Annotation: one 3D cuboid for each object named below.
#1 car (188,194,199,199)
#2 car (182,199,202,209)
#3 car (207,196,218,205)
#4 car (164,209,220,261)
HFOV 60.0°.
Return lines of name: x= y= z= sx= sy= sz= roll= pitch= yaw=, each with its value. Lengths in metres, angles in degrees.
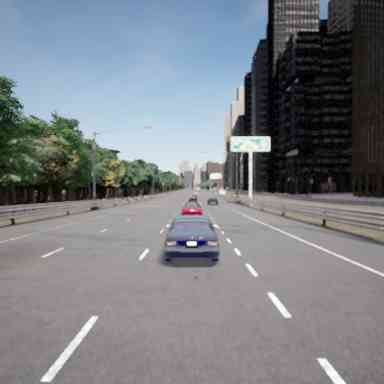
car: x=0.252 y=1.589 z=66.939 sx=1.837 sy=1.490 sz=4.892 roll=0 pitch=0 yaw=1
car: x=0.015 y=1.652 z=32.412 sx=1.994 sy=1.385 sz=4.181 roll=0 pitch=0 yaw=0
car: x=3.800 y=1.594 z=61.614 sx=1.837 sy=1.490 sz=4.892 roll=0 pitch=-1 yaw=1
car: x=-0.008 y=1.588 z=12.389 sx=2.033 sy=1.411 sz=5.357 roll=0 pitch=0 yaw=0
